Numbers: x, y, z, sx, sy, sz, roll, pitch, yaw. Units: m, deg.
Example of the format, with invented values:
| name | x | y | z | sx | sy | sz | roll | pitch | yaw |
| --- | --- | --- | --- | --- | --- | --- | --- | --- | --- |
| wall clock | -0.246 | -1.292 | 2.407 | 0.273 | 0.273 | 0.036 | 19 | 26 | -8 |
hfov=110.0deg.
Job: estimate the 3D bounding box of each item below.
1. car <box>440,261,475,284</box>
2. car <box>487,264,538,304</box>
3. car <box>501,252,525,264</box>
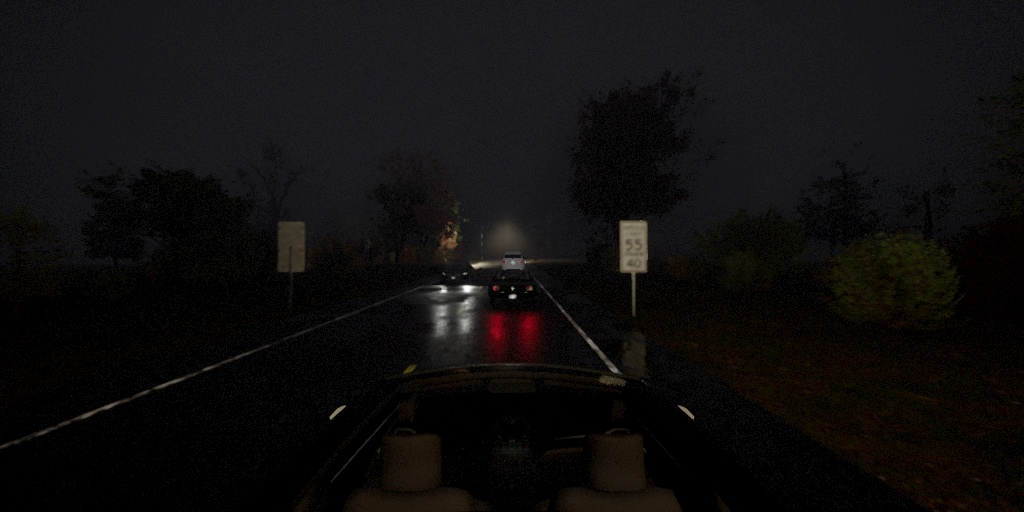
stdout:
| name | x | y | z | sx | sy | sz | roll | pitch | yaw |
| --- | --- | --- | --- | --- | --- | --- | --- | --- | --- |
| car | -3.532 | 1.038 | 24.016 | 1.812 | 1.442 | 4.674 | 0 | 0 | 1 |
| car | 0.038 | 1.199 | 15.452 | 1.895 | 1.301 | 4.718 | 0 | 1 | 0 |
| car | 0.092 | 0.631 | 35.313 | 2.150 | 2.045 | 5.566 | 0 | 1 | 0 |
